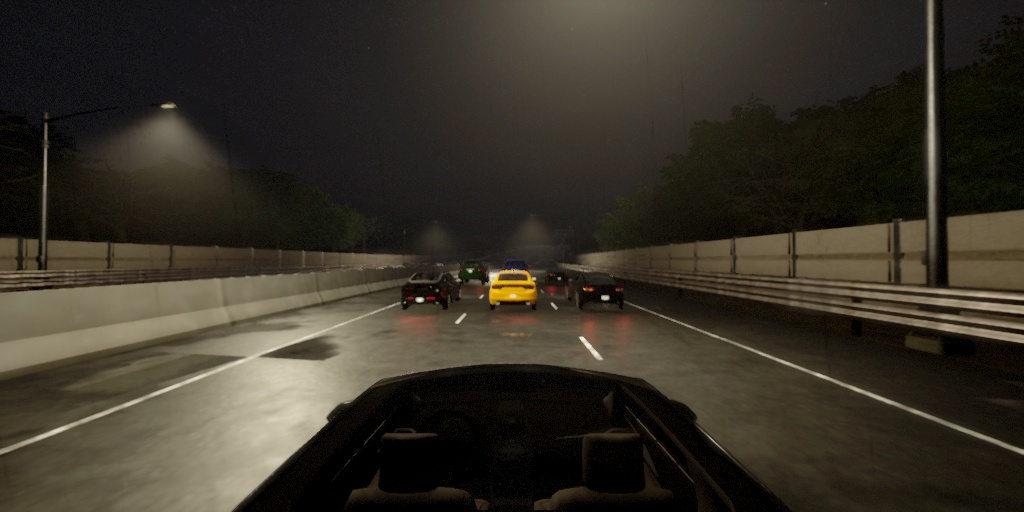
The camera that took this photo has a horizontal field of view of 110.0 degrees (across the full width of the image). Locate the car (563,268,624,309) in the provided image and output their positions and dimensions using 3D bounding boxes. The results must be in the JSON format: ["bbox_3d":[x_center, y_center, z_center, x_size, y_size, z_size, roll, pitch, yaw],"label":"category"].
[{"bbox_3d":[3.570,1.434,15.883,1.812,1.442,4.674,0,-1,1],"label":"car"}]

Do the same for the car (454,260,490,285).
[{"bbox_3d":[-3.189,1.327,30.536,2.150,2.045,5.566,0,-1,1],"label":"car"}]

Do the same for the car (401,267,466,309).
[{"bbox_3d":[-3.432,1.415,15.889,1.837,1.490,4.892,0,0,1],"label":"car"}]

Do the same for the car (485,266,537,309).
[{"bbox_3d":[0.073,1.387,16.038,1.882,1.535,5.008,0,0,1],"label":"car"}]

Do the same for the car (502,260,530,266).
[{"bbox_3d":[0.311,1.328,30.485,2.150,2.045,5.566,0,-1,1],"label":"car"}]

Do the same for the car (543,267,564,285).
[{"bbox_3d":[3.823,1.642,30.733,1.812,1.442,4.674,0,-1,2],"label":"car"}]
